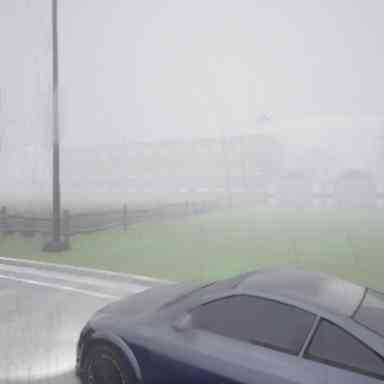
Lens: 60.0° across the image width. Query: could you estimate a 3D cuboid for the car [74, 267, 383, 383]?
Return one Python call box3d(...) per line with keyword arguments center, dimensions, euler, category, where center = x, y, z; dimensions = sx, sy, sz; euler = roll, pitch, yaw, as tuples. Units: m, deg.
box3d(center=(0.729, 1.521, 3.399), dimensions=(4.181, 1.385, 1.994), euler=(0, 1, 34), category="car")
